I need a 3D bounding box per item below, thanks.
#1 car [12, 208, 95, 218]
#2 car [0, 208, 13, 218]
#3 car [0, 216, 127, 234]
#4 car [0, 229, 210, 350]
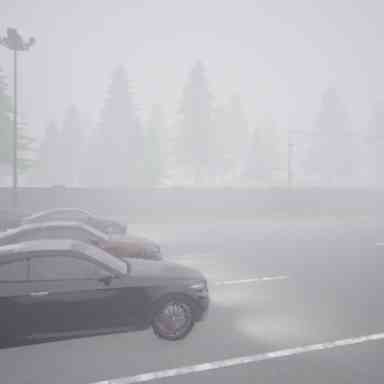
[{"bbox_3d":[-5.335,1.463,15.236,4.674,1.442,1.812,0,0,-19],"label":"car"},{"bbox_3d":[-8.886,1.521,17.728,4.718,1.301,1.895,0,0,-18],"label":"car"},{"bbox_3d":[-3.122,1.489,8.595,4.674,1.442,1.812,0,0,-19],"label":"car"},{"bbox_3d":[-2.015,1.503,5.275,4.674,1.442,1.812,0,0,-19],"label":"car"}]
